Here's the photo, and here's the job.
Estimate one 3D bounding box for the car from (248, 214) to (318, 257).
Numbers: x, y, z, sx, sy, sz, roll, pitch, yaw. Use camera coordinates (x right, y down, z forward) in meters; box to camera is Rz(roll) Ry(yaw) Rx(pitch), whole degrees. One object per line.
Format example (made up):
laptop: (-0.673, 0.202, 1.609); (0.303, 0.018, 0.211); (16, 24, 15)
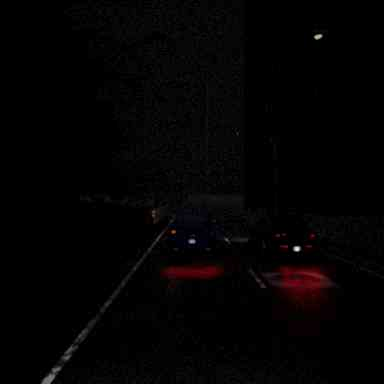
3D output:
car: (3.513, 1.638, 13.500); (1.837, 1.490, 4.892); (0, 0, 0)

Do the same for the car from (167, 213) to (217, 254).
car: (0.020, 1.616, 14.250); (1.882, 1.535, 5.008); (0, 0, 0)
